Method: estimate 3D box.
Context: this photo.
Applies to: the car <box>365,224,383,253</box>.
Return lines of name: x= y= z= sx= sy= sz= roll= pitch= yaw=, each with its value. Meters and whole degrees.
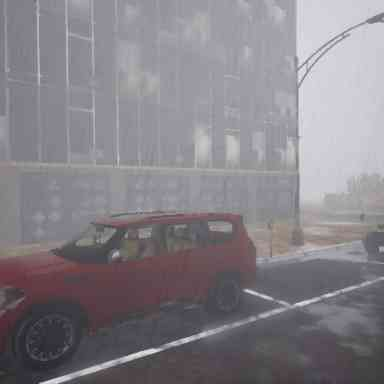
car: x=8.228 y=1.558 z=12.438 sx=4.313 sy=1.339 sz=1.947 roll=0 pitch=-1 yaw=-35

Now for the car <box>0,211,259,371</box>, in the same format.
car: x=-1.014 y=1.313 z=5.851 sx=5.009 sy=1.841 sz=2.192 roll=0 pitch=-1 yaw=-35
